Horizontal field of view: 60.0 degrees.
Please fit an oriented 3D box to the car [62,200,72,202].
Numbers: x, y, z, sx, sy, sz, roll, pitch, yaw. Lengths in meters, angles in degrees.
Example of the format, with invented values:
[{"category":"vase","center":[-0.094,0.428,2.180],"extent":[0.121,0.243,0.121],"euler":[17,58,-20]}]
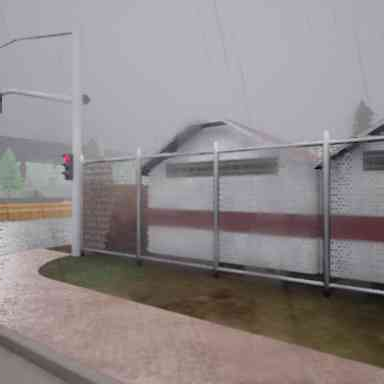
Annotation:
[{"category":"car","center":[-13.526,1.576,36.563],"extent":[1.812,1.442,4.674],"euler":[0,0,34]}]
